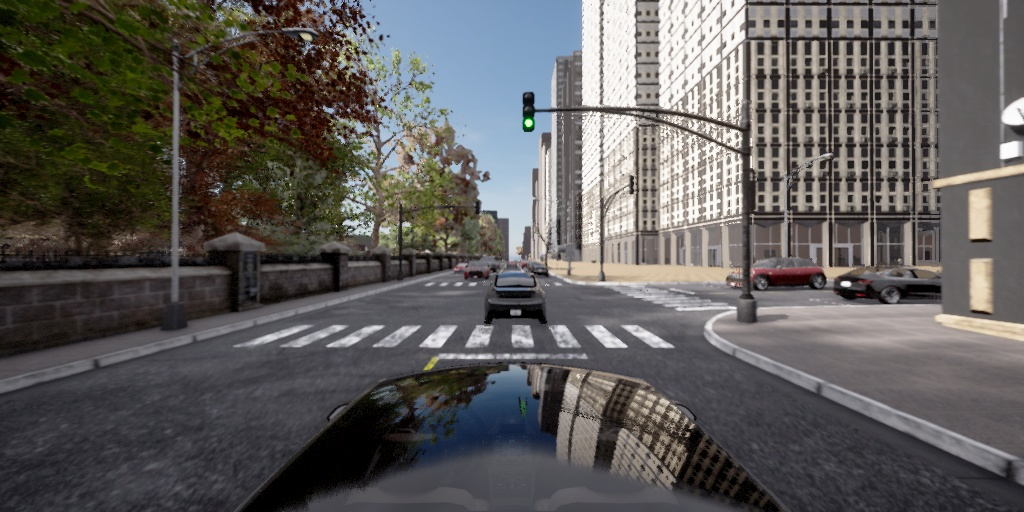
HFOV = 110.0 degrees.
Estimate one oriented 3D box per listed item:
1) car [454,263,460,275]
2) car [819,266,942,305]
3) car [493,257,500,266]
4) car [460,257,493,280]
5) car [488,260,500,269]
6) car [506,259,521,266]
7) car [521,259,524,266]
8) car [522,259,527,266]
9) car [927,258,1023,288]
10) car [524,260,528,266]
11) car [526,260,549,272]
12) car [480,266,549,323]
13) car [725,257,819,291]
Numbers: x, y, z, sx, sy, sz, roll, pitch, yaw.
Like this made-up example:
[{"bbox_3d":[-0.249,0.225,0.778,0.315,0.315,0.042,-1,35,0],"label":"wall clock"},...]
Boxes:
[{"bbox_3d":[-5.690,1.444,41.761,1.802,1.307,4.207,0,0,0],"label":"car"},{"bbox_3d":[14.685,1.055,13.547,4.313,1.339,1.948,0,0,0],"label":"car"},{"bbox_3d":[-3.076,1.093,45.365,2.150,2.045,5.566,0,0,0],"label":"car"},{"bbox_3d":[-3.091,1.186,32.478,2.097,1.767,4.553,0,0,0],"label":"car"},{"bbox_3d":[-3.010,1.449,60.244,1.812,1.442,4.674,0,0,0],"label":"car"},{"bbox_3d":[0.000,1.425,62.966,2.128,1.511,4.902,0,0,0],"label":"car"},{"bbox_3d":[2.692,1.484,64.291,1.888,1.381,4.507,0,0,0],"label":"car"},{"bbox_3d":[2.691,1.446,47.394,1.948,1.339,4.313,0,0,0],"label":"car"},{"bbox_3d":[26.304,0.878,19.404,5.357,1.411,2.033,-1,0,0],"label":"car"},{"bbox_3d":[2.690,1.428,41.761,1.948,1.339,4.313,0,0,0],"label":"car"},{"bbox_3d":[2.690,1.411,36.129,1.948,1.339,4.313,0,0,0],"label":"car"},{"bbox_3d":[0.102,1.284,12.221,1.837,1.490,4.892,0,0,0],"label":"car"},{"bbox_3d":[14.082,0.889,19.347,4.553,1.767,2.097,-1,0,-3],"label":"car"}]
